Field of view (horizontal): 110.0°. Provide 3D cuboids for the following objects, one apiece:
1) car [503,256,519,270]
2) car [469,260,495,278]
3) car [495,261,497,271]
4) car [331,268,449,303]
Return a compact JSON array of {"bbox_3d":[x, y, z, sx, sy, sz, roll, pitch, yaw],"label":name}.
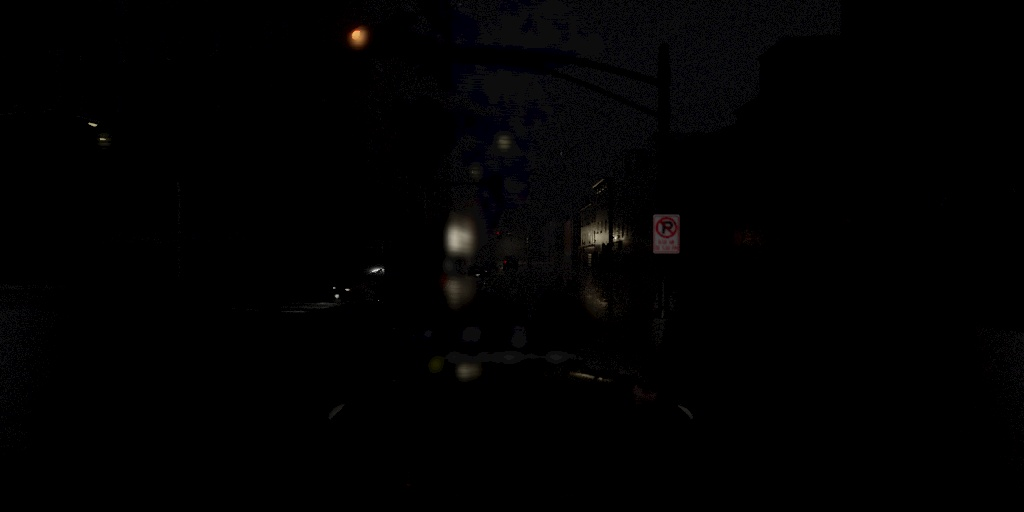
[{"bbox_3d":[-0.194,0.979,52.552,2.150,2.045,5.566,0,0,0],"label":"car"},{"bbox_3d":[-2.972,1.299,34.328,2.033,1.411,5.357,0,0,0],"label":"car"},{"bbox_3d":[-3.023,1.304,50.794,2.033,1.411,5.357,0,0,0],"label":"car"},{"bbox_3d":[-5.631,1.308,17.254,2.033,1.411,5.357,0,0,44],"label":"car"}]
